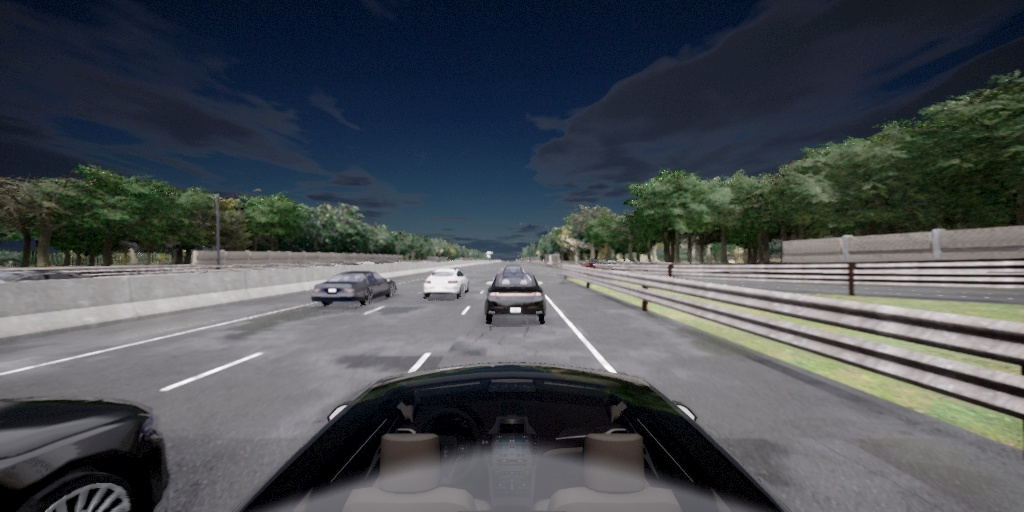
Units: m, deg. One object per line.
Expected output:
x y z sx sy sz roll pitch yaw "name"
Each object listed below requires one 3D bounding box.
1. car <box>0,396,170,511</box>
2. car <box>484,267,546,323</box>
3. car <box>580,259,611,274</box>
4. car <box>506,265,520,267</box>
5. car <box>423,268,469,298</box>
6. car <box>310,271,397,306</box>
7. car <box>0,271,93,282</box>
-3.400 1.234 0.567 2.128 1.511 4.902 0 0 0 "car"
0.100 1.306 12.418 2.128 1.511 4.902 0 0 0 "car"
9.860 1.229 42.895 2.097 1.767 4.553 0 -2 -19 "car"
0.100 1.484 31.828 2.033 1.411 5.357 0 0 0 "car"
-3.400 1.380 19.009 1.812 1.442 4.674 0 0 0 "car"
-6.900 1.385 16.273 2.033 1.411 5.357 0 0 0 "car"
-17.597 1.321 12.791 1.837 1.490 4.892 0 0 0 "car"
